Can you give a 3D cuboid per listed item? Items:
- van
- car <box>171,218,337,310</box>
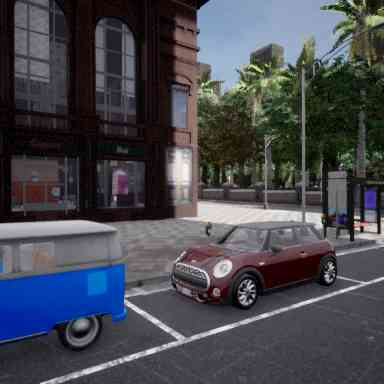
[{"bbox_3d":[-2.909,1.341,4.579,3.998,1.788,1.690,0,0,-35],"label":"van"},{"bbox_3d":[1.509,1.439,7.729,4.097,1.590,1.967,0,0,-35],"label":"car"}]
